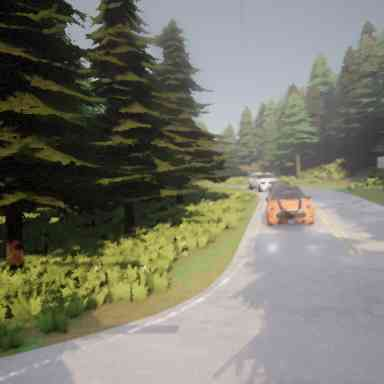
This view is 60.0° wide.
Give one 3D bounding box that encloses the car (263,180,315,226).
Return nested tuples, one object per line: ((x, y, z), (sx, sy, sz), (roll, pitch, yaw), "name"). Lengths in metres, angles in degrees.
((4.858, 0.559, 16.752), (2.097, 1.767, 4.553), (-3, 4, 14), "car")

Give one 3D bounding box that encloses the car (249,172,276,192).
((7.998, -1.136, 37.249), (2.150, 2.045, 5.566), (-3, 4, -6), "car")

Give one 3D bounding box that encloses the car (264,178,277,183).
((7.138, -0.069, 26.453), (2.128, 1.511, 4.902), (-3, 4, 11), "car")
